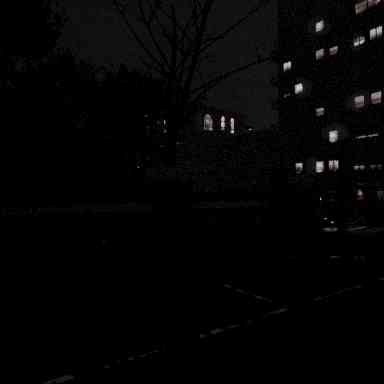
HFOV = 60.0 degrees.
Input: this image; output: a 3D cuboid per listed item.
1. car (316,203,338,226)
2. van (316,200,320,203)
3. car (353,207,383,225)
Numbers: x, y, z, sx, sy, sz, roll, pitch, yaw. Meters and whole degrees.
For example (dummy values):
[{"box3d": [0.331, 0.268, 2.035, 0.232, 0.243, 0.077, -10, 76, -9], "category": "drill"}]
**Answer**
[{"box3d": [8.399, 1.801, 25.727, 2.033, 1.411, 5.357, 0, -1, -36], "category": "car"}, {"box3d": [10.568, 1.646, 32.574, 1.690, 1.788, 3.998, -1, 0, -36], "category": "van"}, {"box3d": [13.982, 1.731, 24.048, 1.994, 1.385, 4.181, 0, -1, -43], "category": "car"}]
